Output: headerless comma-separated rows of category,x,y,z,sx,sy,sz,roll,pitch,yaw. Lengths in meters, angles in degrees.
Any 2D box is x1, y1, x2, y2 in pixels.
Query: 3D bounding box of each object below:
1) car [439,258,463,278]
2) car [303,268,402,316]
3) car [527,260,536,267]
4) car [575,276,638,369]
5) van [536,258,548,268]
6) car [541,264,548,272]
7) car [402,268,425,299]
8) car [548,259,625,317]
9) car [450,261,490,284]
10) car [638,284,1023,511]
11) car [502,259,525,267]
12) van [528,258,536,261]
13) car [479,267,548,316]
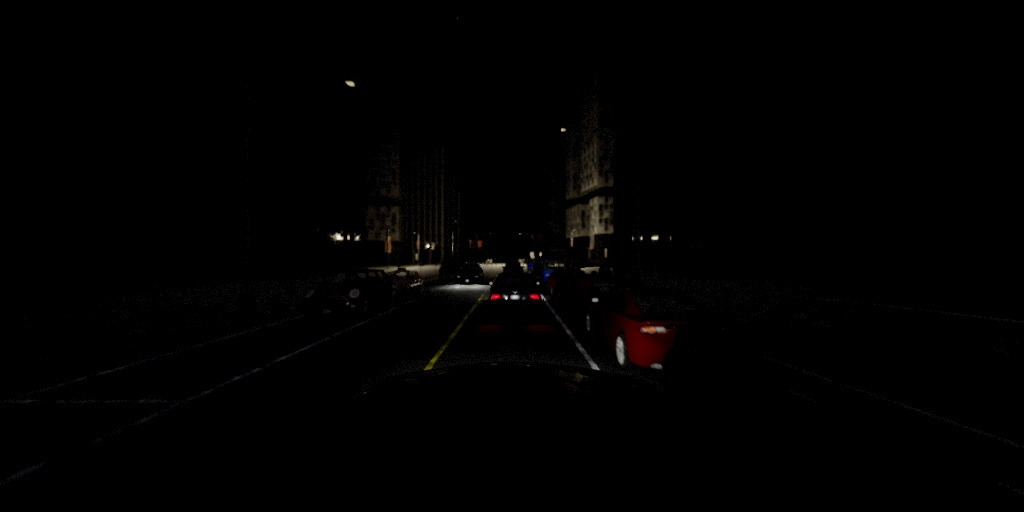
car,-5.762,1.129,35.227,2.192,1.841,5.009,0,0,0
car,-5.763,1.211,13.174,1.967,1.591,4.097,0,0,0
car,2.763,1.380,35.229,1.948,1.339,4.313,0,0,0
car,2.762,1.306,7.666,1.888,1.381,4.507,0,0,0
van,2.763,1.133,24.204,1.690,1.789,3.998,0,0,0
car,2.763,1.327,18.691,1.888,1.381,4.507,0,0,0
car,-5.762,1.307,18.517,1.751,1.417,4.829,0,0,0
car,2.763,1.086,13.179,2.192,1.841,5.009,0,0,0
car,-3.100,1.346,27.502,2.033,1.411,5.357,0,0,0
car,2.762,1.066,2.154,2.192,1.841,5.009,0,0,0
car,0.098,1.315,33.559,1.837,1.490,4.892,0,0,0
van,2.764,1.176,46.254,1.690,1.789,3.998,0,0,0
car,0.096,1.319,13.537,2.033,1.411,5.357,0,0,0
